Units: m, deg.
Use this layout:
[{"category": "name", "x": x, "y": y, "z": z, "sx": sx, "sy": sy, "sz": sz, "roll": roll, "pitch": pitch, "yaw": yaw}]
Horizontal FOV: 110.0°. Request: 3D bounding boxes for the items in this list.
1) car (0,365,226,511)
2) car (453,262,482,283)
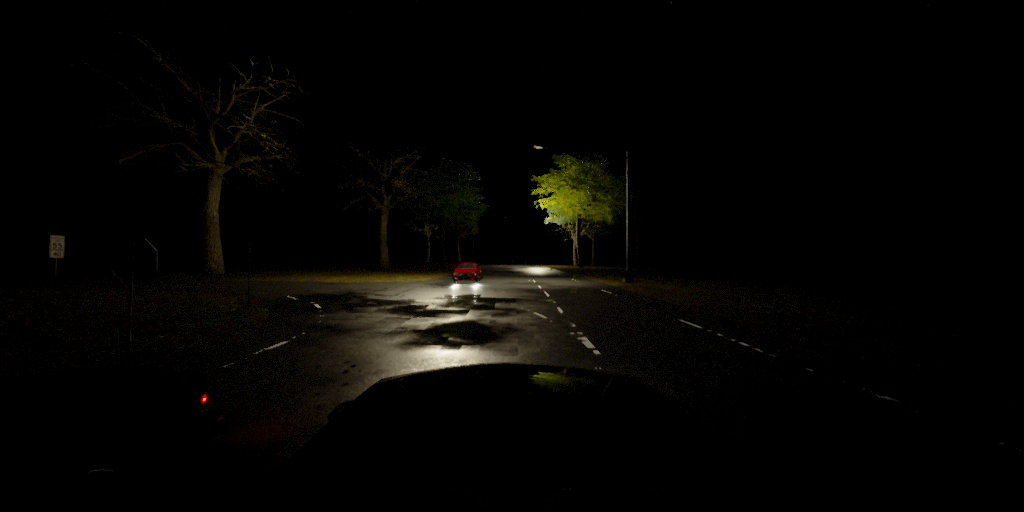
[{"category": "car", "x": -3.499, "y": 1.299, "z": 0.806, "sx": 2.033, "sy": 1.411, "sz": 5.357, "roll": 0, "pitch": 0, "yaw": 0}, {"category": "car", "x": -3.466, "y": 1.255, "z": 28.554, "sx": 1.882, "sy": 1.535, "sz": 5.008, "roll": 0, "pitch": 0, "yaw": 0}]
